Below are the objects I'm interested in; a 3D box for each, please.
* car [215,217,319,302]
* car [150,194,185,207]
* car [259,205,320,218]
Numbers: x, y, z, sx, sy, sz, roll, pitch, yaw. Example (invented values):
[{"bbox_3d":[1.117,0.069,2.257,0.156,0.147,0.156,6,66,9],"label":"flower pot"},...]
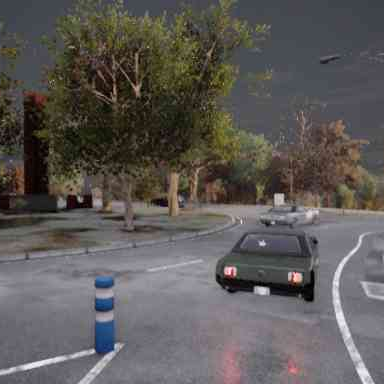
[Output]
[{"bbox_3d":[2.143,1.556,8.324,1.895,1.301,4.718,0,0,22],"label":"car"},{"bbox_3d":[-3.130,1.047,41.619,4.553,1.767,2.097,0,1,38],"label":"car"},{"bbox_3d":[6.200,1.453,20.715,1.895,1.301,4.718,0,1,43],"label":"car"}]
